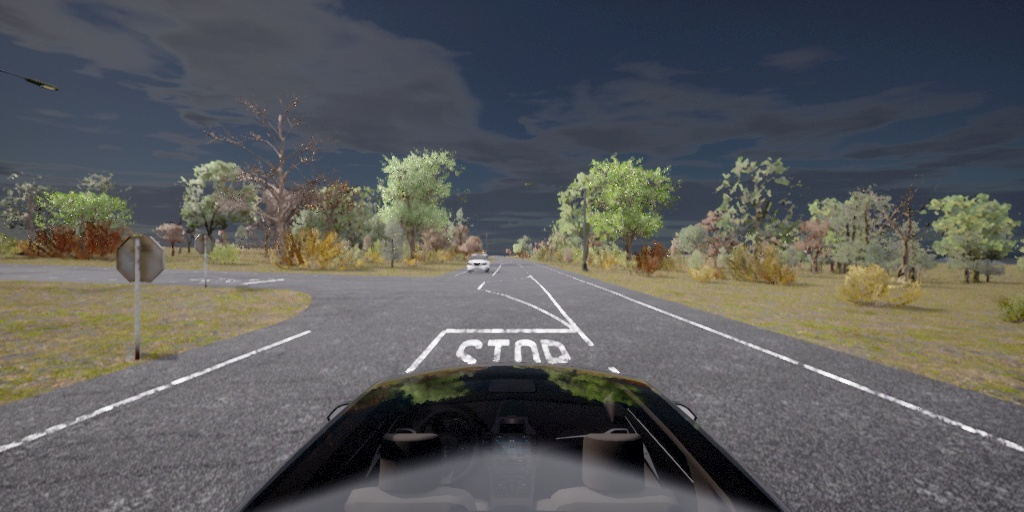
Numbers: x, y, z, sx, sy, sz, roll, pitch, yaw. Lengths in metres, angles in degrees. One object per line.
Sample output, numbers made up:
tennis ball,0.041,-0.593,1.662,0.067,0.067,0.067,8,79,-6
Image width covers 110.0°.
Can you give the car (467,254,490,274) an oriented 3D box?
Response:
car,-3.549,0.797,38.868,2.150,2.045,5.566,0,0,0
